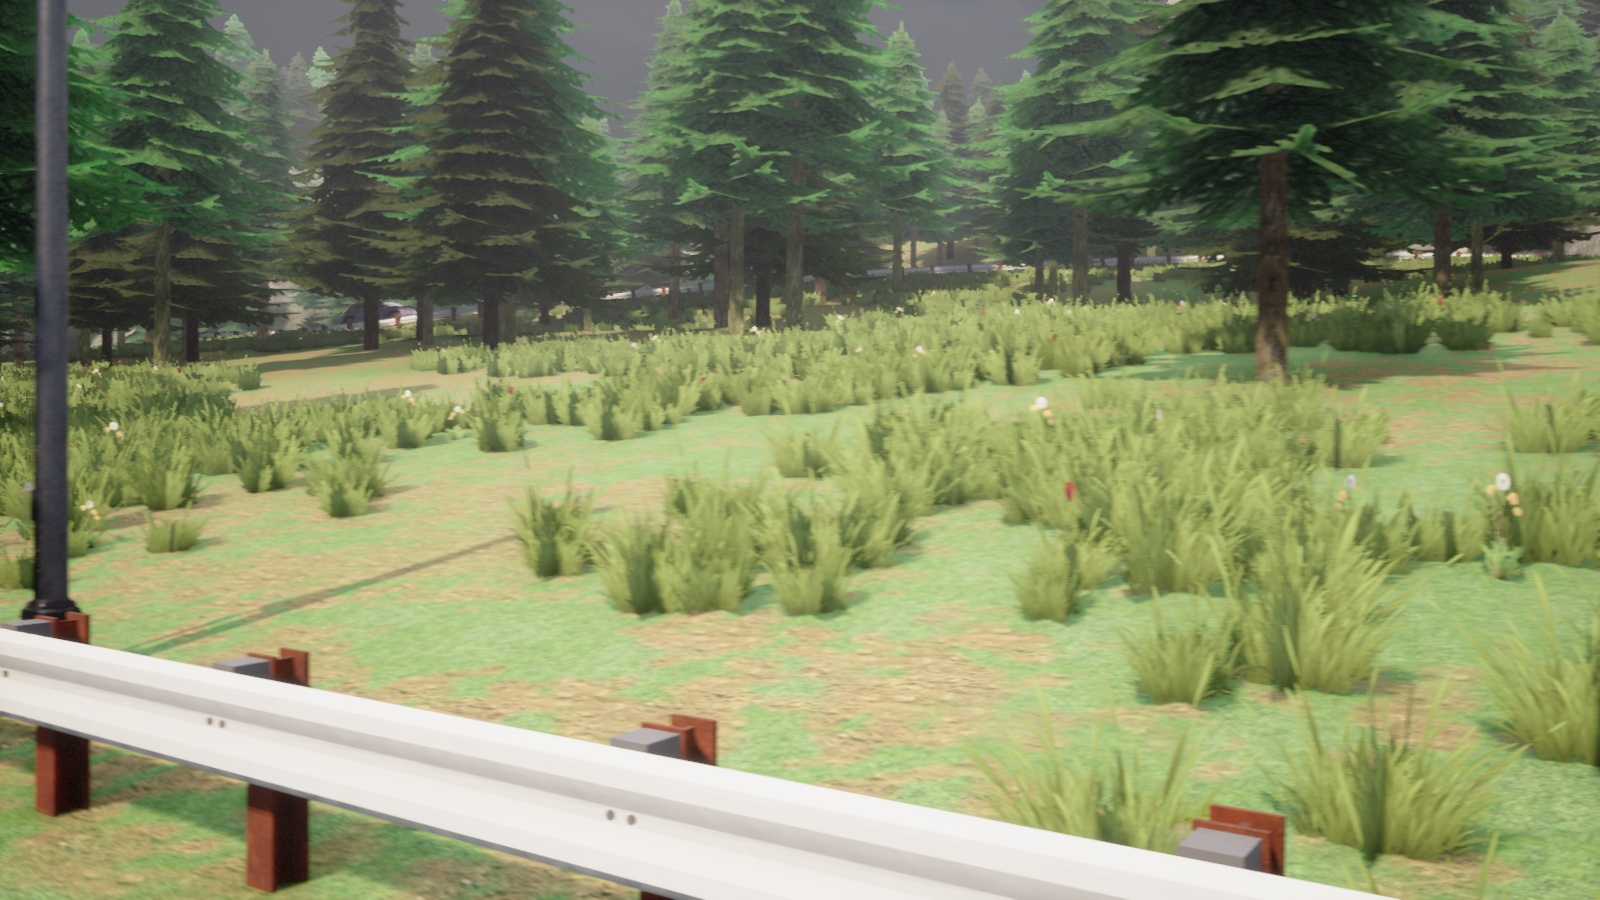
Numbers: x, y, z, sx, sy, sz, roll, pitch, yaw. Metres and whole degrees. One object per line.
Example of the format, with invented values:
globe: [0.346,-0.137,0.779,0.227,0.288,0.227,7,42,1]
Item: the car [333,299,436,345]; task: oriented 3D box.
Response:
car: [-21.452,-6.564,64.832,4.856,1.649,2.033,-5,-1,25]
